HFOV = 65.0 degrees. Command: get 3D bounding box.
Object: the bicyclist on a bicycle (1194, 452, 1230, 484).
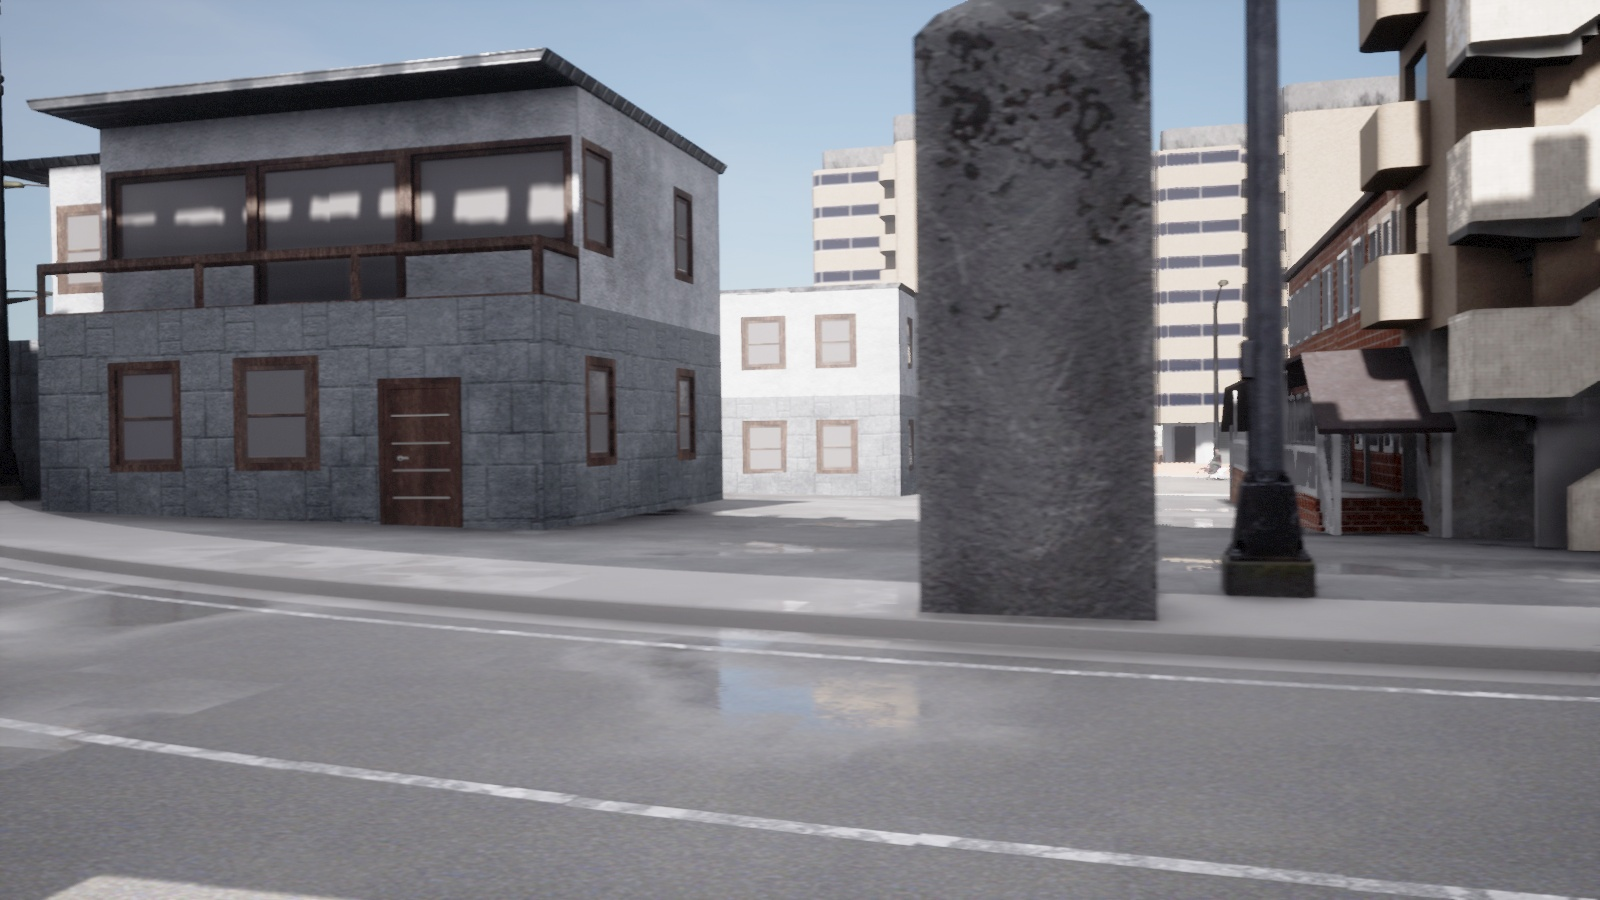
[{"bbox_3d":[23.034,0.998,70.204,1.843,1.776,0.659,1,1,15],"label":"bicyclist on a bicycle"}]
